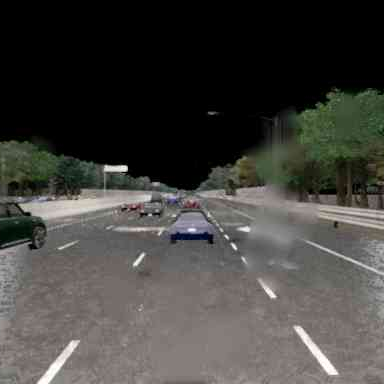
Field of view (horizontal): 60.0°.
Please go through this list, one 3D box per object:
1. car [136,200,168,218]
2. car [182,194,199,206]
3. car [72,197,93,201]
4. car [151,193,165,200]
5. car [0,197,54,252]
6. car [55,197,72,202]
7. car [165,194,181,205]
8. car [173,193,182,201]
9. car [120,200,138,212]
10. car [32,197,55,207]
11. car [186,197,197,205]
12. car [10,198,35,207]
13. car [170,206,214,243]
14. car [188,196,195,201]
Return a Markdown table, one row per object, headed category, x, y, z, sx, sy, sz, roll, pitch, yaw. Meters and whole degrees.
| category | x | y | z | sx | sy | sz | roll | pitch | yaw |
| --- | --- | --- | --- | --- | --- | --- | --- | --- | --- |
| car | -3.516 | 1.631 | 30.138 | 1.895 | 1.301 | 4.718 | 0 | 0 | 0 |
| car | -0.030 | 1.404 | 48.042 | 2.097 | 1.767 | 4.553 | 0 | 0 | 0 |
| car | -17.560 | 1.567 | 55.187 | 2.128 | 1.511 | 4.902 | 0 | 0 | 1 |
| car | -7.040 | 1.310 | 67.204 | 2.150 | 2.045 | 5.566 | 0 | 0 | 0 |
| car | -7.002 | 1.233 | 11.225 | 2.150 | 2.045 | 5.566 | 0 | 0 | 0 |
| car | -21.054 | 1.582 | 55.176 | 1.837 | 1.490 | 4.892 | 0 | 0 | 0 |
| car | -3.537 | 1.555 | 62.124 | 1.882 | 1.535 | 5.008 | 0 | 0 | 0 |
| car | -3.548 | 1.590 | 81.178 | 1.882 | 1.535 | 5.008 | 0 | 0 | 0 |
| car | -7.024 | 1.645 | 39.155 | 1.895 | 1.301 | 4.718 | 0 | 0 | 0 |
| car | -24.554 | 1.604 | 55.176 | 1.812 | 1.442 | 4.674 | 0 | 0 | 0 |
| car | -0.035 | 1.626 | 64.084 | 2.033 | 1.411 | 5.357 | 0 | 0 | 0 |
| car | -28.050 | 1.646 | 55.180 | 1.994 | 1.385 | 4.181 | 0 | 0 | 0 |
| car | -0.006 | 1.575 | 16.108 | 1.994 | 1.385 | 4.181 | 0 | 0 | 0 |
| car | -0.050 | 1.642 | 85.145 | 1.812 | 1.442 | 4.674 | 0 | 0 | 0 |
